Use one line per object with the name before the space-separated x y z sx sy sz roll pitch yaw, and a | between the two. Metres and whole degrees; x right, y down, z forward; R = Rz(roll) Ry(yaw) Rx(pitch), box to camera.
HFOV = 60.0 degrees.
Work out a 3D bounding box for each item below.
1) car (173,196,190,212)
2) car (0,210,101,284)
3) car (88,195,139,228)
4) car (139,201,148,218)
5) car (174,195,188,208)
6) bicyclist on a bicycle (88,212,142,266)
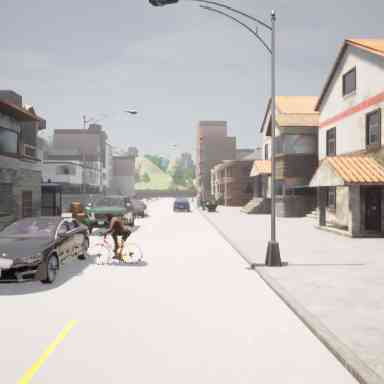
car | -1.224 1.478 39.227 1.882 1.535 5.008 0 0 -2
car | -4.379 1.491 9.643 2.128 1.511 4.902 0 0 -2
car | -4.722 1.221 19.656 2.150 2.045 5.566 0 0 -2
car | -5.049 1.526 29.944 1.812 1.442 4.674 0 0 -2
car | -1.614 1.352 49.695 2.097 1.767 4.553 0 0 -1
bicyclist on a bicycle | -2.356 1.451 10.179 1.656 1.620 0.582 -1 0 -2
